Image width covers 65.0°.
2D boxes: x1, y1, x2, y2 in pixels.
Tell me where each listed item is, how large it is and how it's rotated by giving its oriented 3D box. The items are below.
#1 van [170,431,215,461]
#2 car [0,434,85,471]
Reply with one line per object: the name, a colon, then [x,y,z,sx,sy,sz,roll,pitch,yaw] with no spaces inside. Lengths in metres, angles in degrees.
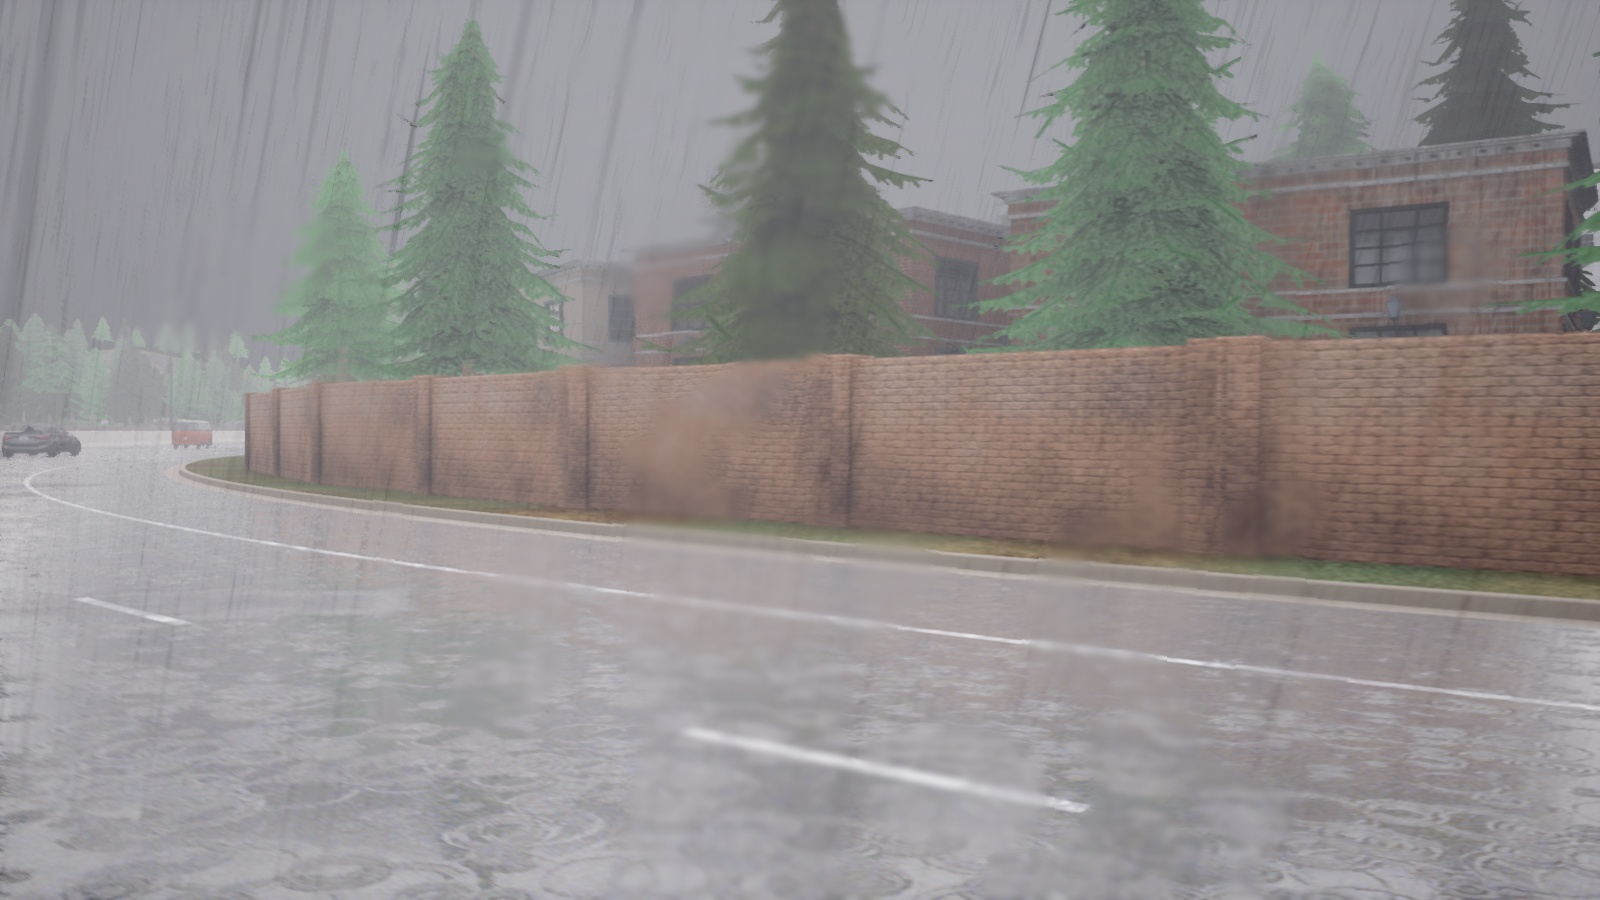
van: [-42.437,-0.302,87.777,1.775,1.987,4.442,-1,1,-12]
car: [-36.871,0.092,61.165,2.242,1.667,4.611,-1,1,-12]
